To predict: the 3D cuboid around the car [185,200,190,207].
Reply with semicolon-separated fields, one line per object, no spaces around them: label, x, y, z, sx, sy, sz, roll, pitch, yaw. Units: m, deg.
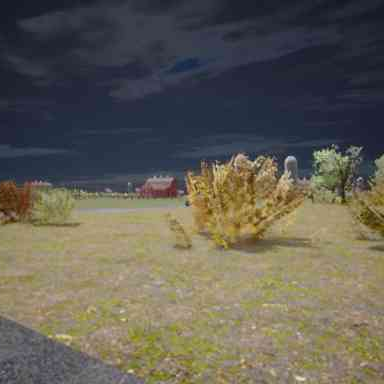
car;0.608;2.015;62.509;1.837;1.490;4.892;-1;-1;36
